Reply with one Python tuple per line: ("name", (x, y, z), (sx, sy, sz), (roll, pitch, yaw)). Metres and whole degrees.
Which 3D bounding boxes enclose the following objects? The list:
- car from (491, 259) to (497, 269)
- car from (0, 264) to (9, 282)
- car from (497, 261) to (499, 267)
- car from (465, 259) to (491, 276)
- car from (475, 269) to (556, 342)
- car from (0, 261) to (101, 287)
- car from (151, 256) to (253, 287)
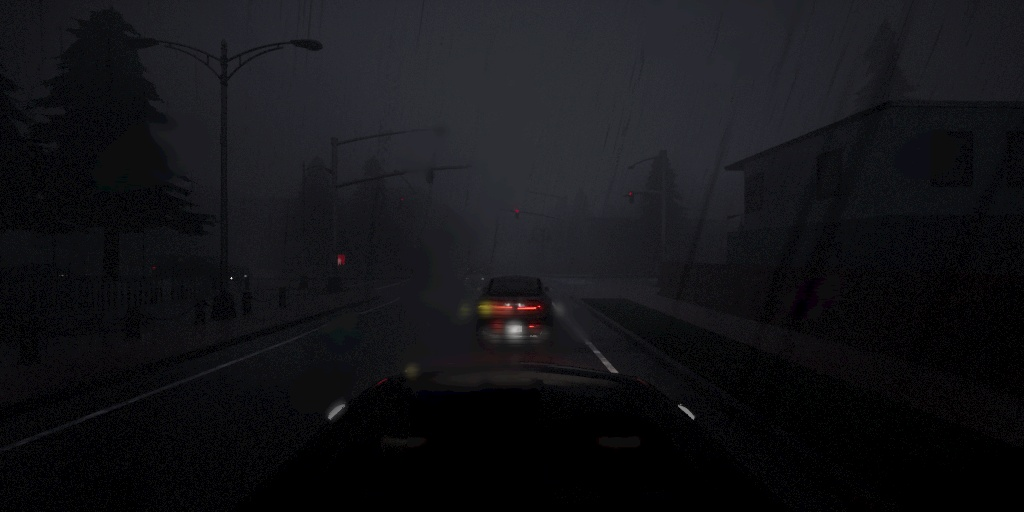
("car", (-3.481, 1.276, 50.112), (1.812, 1.442, 4.674), (0, 0, 0))
("car", (-41.694, 1.329, 27.150), (4.181, 1.385, 1.994), (0, 0, -3))
("car", (-3.428, 1.254, 63.339), (1.837, 1.490, 4.892), (0, 0, 1))
("car", (-3.587, 1.276, 37.441), (1.812, 1.442, 4.674), (0, 0, 1))
("car", (0.092, 1.255, 9.715), (1.837, 1.490, 4.892), (0, 0, 0))
("car", (-31.103, 1.257, 23.748), (4.902, 1.511, 2.128), (0, 0, -1))
("car", (-20.665, 0.987, 24.025), (5.566, 2.045, 2.150), (0, 0, -1))
